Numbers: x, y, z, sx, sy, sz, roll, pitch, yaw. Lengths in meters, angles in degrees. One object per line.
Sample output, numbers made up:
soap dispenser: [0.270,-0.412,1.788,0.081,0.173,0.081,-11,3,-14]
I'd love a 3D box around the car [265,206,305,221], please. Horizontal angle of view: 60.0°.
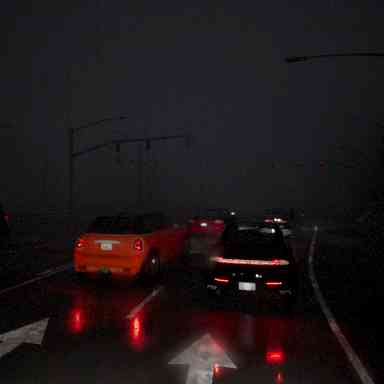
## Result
car: [4.636,1.505,17.249,1.837,1.490,4.892,0,0,21]

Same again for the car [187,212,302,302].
car: [1.558,1.492,8.371,2.128,1.511,4.902,0,0,13]

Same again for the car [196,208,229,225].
car: [1.281,1.564,18.124,1.994,1.385,4.181,0,0,20]

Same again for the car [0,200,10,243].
car: [-8.841,1.222,11.103,2.150,2.045,5.566,0,0,16]

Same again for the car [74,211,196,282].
car: [-1.529,1.352,10.128,2.097,1.767,4.553,0,0,15]
